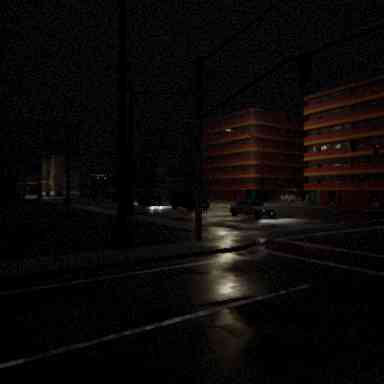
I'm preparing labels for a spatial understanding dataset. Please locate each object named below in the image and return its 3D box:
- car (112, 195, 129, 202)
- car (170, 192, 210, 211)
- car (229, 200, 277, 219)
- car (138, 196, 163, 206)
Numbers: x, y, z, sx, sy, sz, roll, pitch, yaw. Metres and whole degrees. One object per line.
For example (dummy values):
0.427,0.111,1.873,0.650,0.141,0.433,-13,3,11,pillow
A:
-11.073,0.998,52.656,1.994,1.385,4.181,0,1,-34,car
-0.301,0.991,36.838,2.150,2.045,5.566,0,1,-35,car
5.155,1.434,28.822,1.812,1.442,4.674,0,1,-34,car
-5.637,1.168,44.660,1.994,1.385,4.181,0,1,-34,car
